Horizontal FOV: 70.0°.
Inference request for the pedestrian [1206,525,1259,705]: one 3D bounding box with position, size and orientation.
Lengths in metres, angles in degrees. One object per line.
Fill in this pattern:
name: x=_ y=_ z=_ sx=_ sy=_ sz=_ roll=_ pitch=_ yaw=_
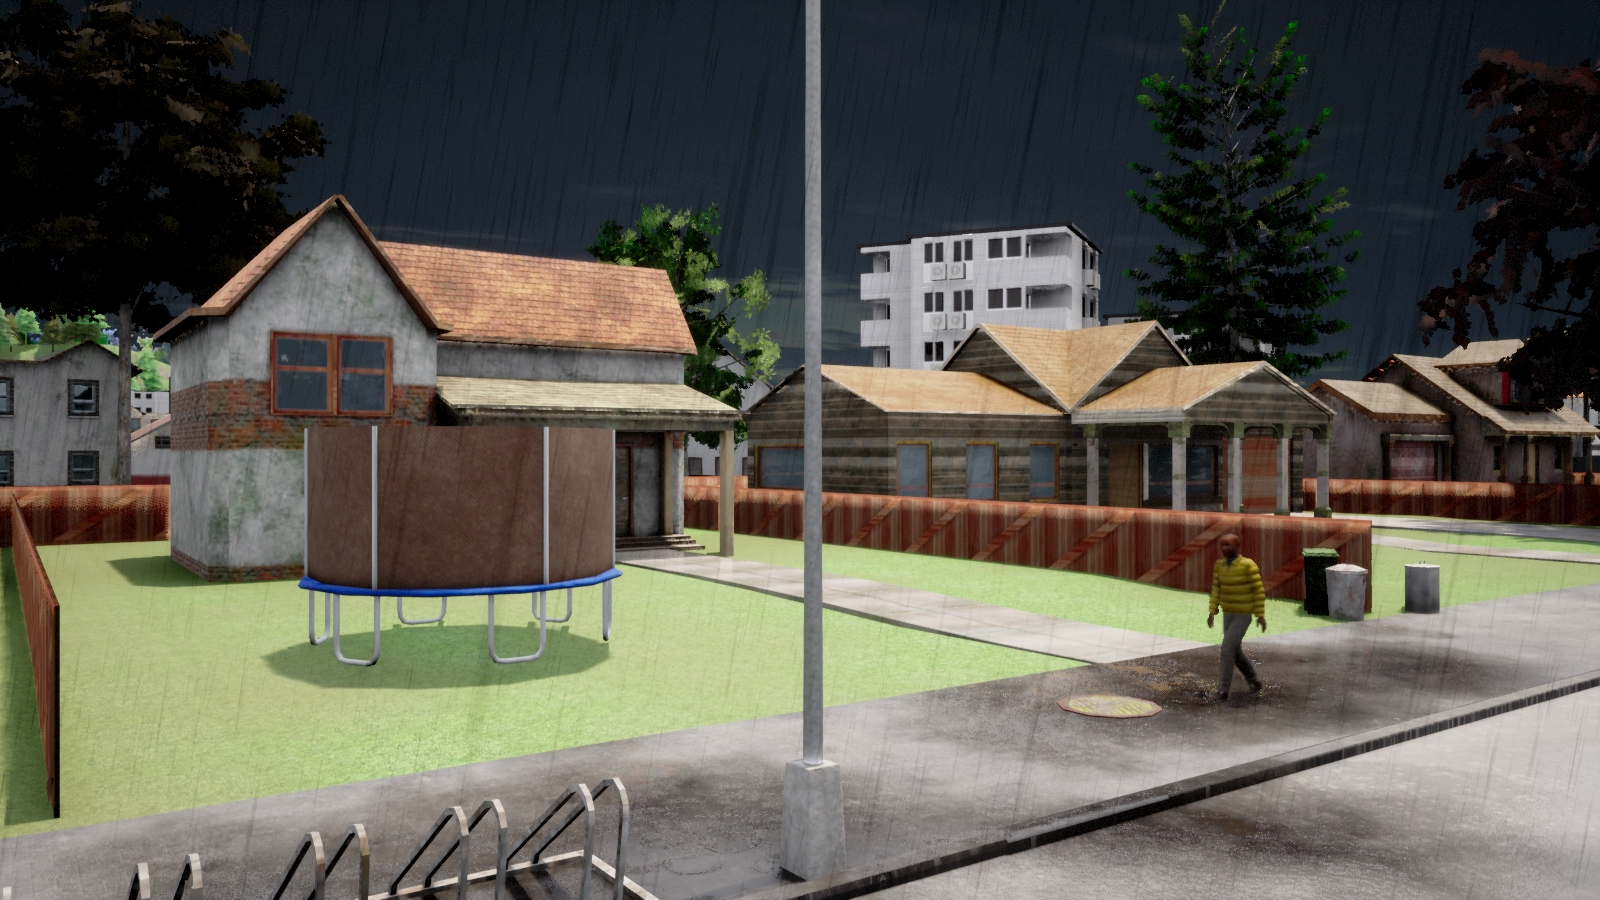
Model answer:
pedestrian: x=4.634 y=1.746 z=12.255 sx=0.375 sy=1.860 sz=0.375 roll=0 pitch=0 yaw=-27
